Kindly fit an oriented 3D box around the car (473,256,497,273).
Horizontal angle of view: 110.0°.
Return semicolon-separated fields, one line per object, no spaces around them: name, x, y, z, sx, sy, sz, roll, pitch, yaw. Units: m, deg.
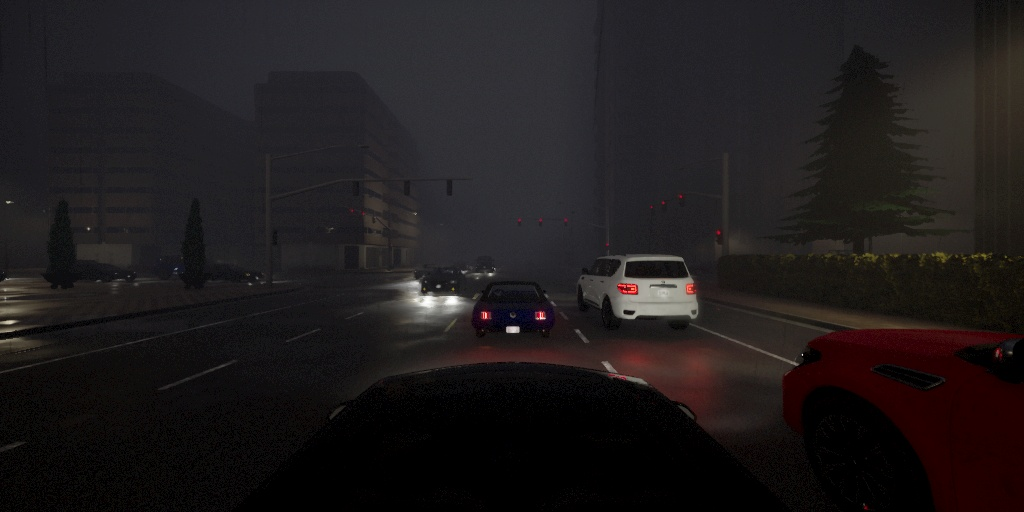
car;-3.396;0.972;44.558;2.150;2.045;5.566;0;0;-5

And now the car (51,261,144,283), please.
car;-31.591;1.276;27.399;4.674;1.442;1.812;0;0;1

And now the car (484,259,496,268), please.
car;-3.673;1.253;61.002;1.837;1.490;4.892;0;0;0

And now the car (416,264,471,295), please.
car;-3.629;1.314;19.724;1.994;1.385;4.181;0;0;0

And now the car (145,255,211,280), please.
car;-27.503;0.972;30.863;5.566;2.045;2.150;0;0;0

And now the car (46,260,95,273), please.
car;-36.972;1.102;30.947;4.553;1.767;2.097;0;0;1

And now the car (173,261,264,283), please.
car;-22.007;1.297;27.292;5.357;1.411;2.033;0;0;1

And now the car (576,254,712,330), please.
car;3.574;0.971;11.321;2.150;2.045;5.566;0;0;-2

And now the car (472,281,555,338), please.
car;0.044;1.351;10.192;1.895;1.301;4.718;0;0;0

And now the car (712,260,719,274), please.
car;20.821;1.228;37.652;5.008;1.535;1.882;0;0;1

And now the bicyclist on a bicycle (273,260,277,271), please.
bicyclist on a bicycle;-28.698;1.051;42.856;0.582;1.620;1.656;0;0;0

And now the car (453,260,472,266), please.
car;-7.173;1.314;49.869;1.994;1.385;4.181;0;0;0

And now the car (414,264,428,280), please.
car;-7.147;1.351;31.451;1.895;1.301;4.718;0;0;0

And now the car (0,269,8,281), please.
car;-41.844;1.276;27.486;4.674;1.442;1.812;0;0;1

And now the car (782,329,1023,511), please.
car;3.601;0.971;0.960;2.150;2.045;5.566;0;0;0
